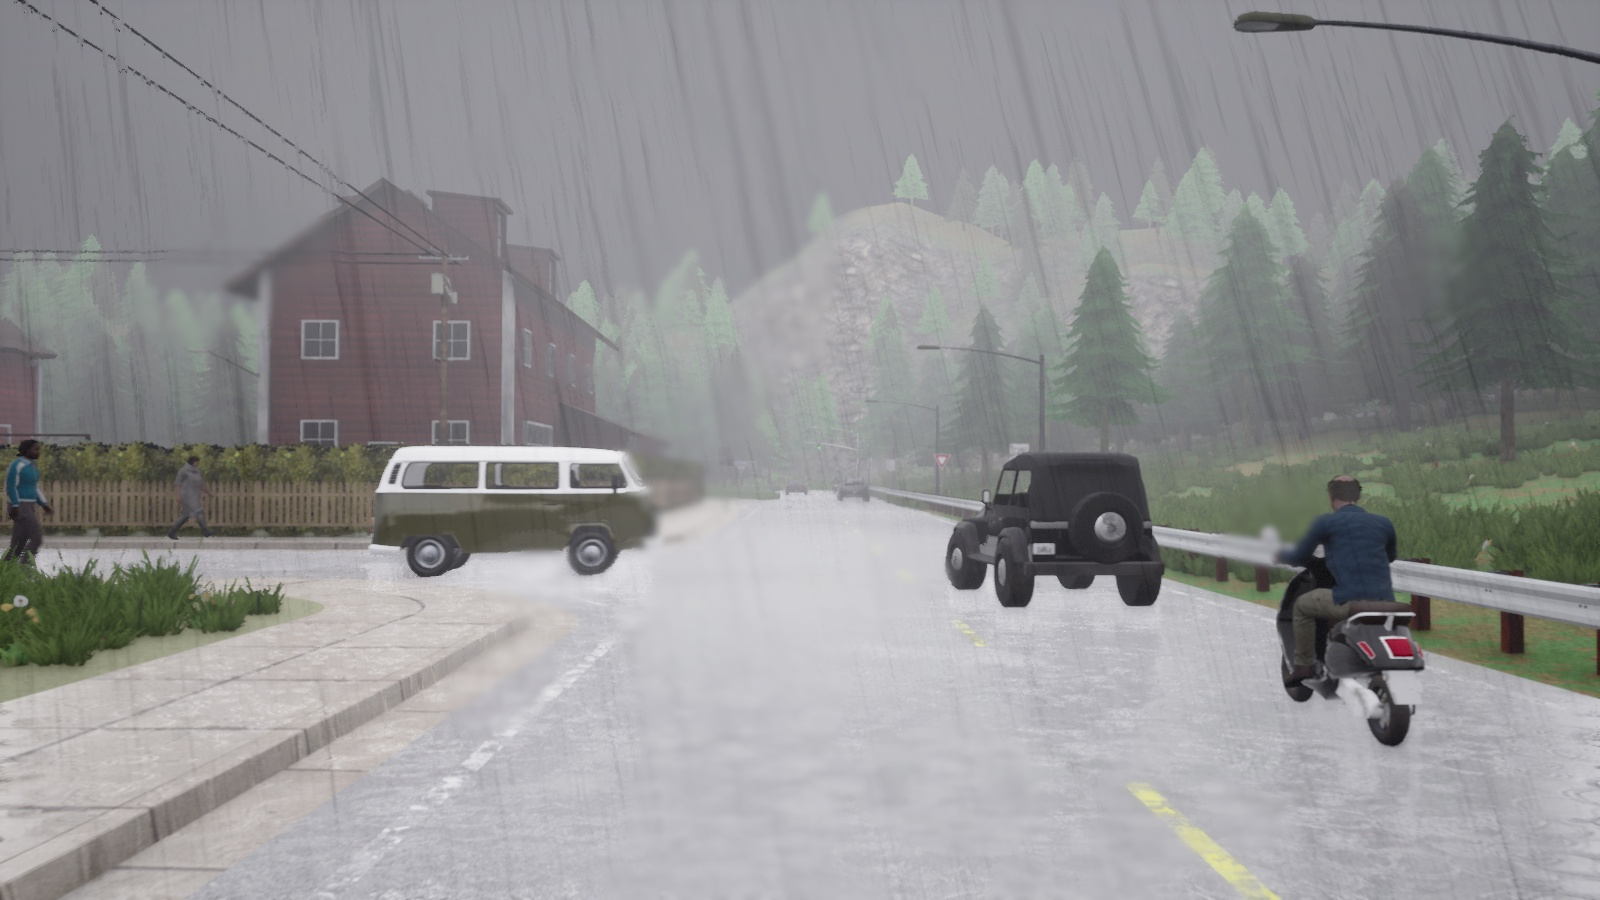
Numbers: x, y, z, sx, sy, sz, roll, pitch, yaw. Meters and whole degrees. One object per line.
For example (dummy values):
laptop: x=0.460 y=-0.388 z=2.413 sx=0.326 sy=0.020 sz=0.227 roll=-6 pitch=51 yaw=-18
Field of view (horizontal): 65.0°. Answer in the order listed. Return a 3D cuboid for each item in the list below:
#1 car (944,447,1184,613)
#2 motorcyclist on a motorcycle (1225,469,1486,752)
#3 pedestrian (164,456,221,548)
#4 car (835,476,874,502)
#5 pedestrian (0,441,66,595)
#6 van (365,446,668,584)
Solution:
car: x=3.250 y=0.952 z=16.308 sx=1.905 sy=1.878 sz=3.866 roll=0 pitch=-1 yaw=-7
motorcyclist on a motorcycle: x=3.480 y=0.932 z=8.080 sx=0.866 sy=1.590 sz=1.817 roll=0 pitch=0 yaw=0
pedestrian: x=-13.043 y=1.103 z=26.983 sx=0.873 sy=1.952 sz=0.659 roll=0 pitch=-1 yaw=2
car: x=3.313 y=2.383 z=76.809 sx=2.128 sy=1.511 sz=4.902 roll=0 pitch=-1 yaw=0
pedestrian: x=-9.812 y=0.857 z=15.987 sx=0.692 sy=1.930 sz=0.396 roll=0 pitch=-1 yaw=-9
van: x=-4.398 y=0.994 z=20.135 sx=4.480 sy=2.038 sz=2.069 roll=-1 pitch=-1 yaw=-5
